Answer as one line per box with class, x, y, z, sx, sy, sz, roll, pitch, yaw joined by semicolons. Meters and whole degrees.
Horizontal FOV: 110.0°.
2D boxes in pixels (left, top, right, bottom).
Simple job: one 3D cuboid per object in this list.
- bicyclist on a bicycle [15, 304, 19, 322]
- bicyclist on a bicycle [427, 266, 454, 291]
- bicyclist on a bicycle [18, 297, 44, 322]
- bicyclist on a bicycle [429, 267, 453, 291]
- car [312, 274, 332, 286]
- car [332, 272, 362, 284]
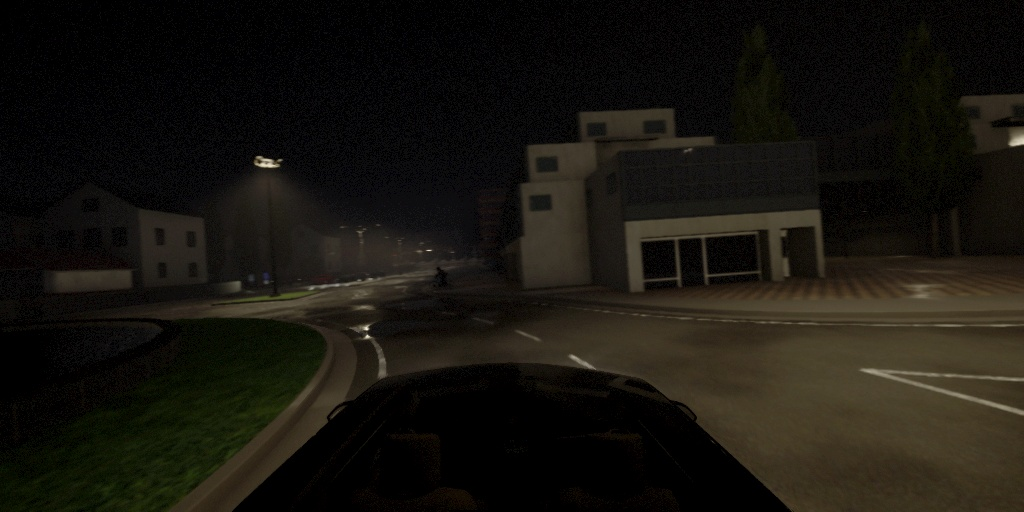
bicyclist on a bicycle;-33.158;3.666;24.381;0.582;1.620;1.656;-4;0;-31
bicyclist on a bicycle;-5.065;1.576;25.359;1.656;1.620;0.582;-3;-2;-25
bicyclist on a bicycle;-32.727;3.638;24.633;0.582;1.620;1.656;-4;0;-30
bicyclist on a bicycle;-4.944;1.582;25.094;1.656;1.620;0.582;-3;-2;-27
car;-28.906;3.638;55.218;1.882;1.535;5.008;-4;0;-4
car;-25.417;3.523;55.489;1.895;1.301;4.718;-4;0;-4
